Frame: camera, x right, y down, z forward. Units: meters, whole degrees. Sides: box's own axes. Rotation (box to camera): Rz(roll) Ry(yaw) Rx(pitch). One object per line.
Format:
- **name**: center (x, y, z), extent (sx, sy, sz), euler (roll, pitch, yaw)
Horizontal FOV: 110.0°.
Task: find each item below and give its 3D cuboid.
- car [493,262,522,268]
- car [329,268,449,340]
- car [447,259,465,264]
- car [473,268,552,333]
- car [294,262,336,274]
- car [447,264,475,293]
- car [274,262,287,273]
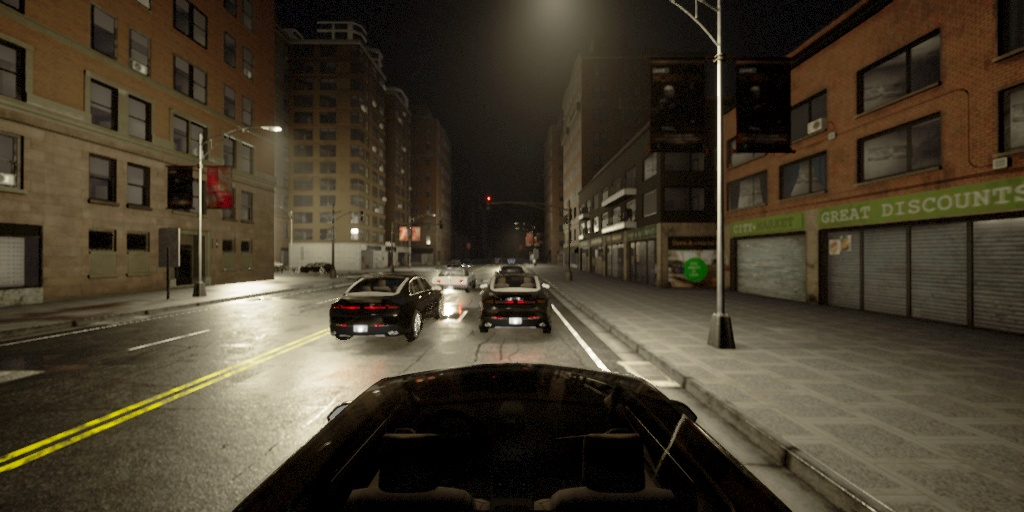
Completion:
- **car**: center (-0.025, 1.264, 20.002), extent (1.812, 1.442, 4.674), euler (0, 0, 0)
- **car**: center (-3.162, 1.250, 9.890), extent (1.837, 1.490, 4.892), euler (0, 0, 0)
- **car**: center (-9.894, 1.278, 61.888), extent (2.033, 1.411, 5.357), euler (0, 0, 0)
- **car**: center (0.086, 1.248, 10.651), extent (1.837, 1.490, 4.892), euler (0, 0, 0)
- **car**: center (-22.207, 1.317, 40.423), extent (4.313, 1.339, 1.948), euler (0, 0, 0)
- **car**: center (-3.179, 1.339, 20.650), extent (1.895, 1.301, 4.718), euler (0, 0, 0)
- **car**: center (-27.869, 1.302, 40.440), extent (4.403, 1.370, 2.007), euler (0, 0, 0)
